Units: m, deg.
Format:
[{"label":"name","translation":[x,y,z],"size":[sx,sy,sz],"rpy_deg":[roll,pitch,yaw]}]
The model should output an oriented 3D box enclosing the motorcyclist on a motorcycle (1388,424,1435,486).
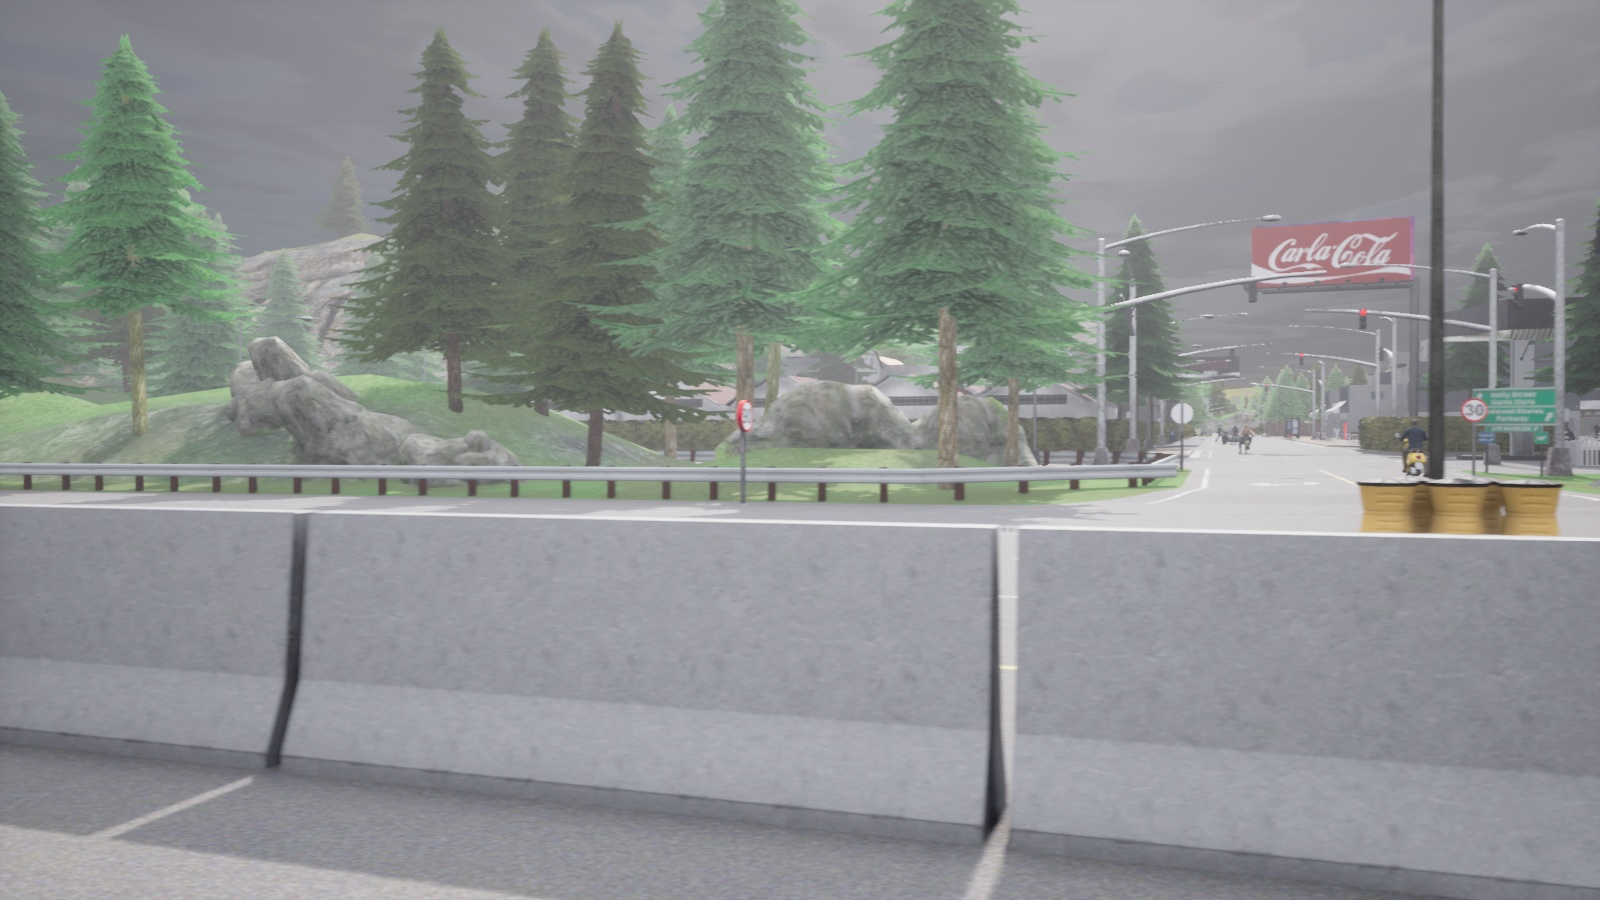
[{"label":"motorcyclist on a motorcycle","translation":[16.283,0.109,33.476],"size":[0.866,1.590,1.817],"rpy_deg":[1,1,18]}]
